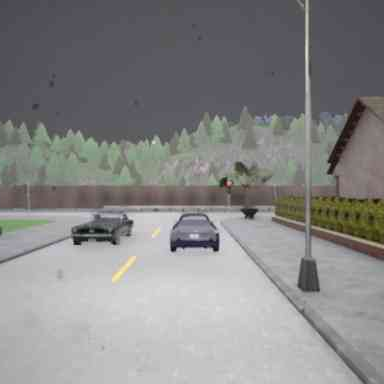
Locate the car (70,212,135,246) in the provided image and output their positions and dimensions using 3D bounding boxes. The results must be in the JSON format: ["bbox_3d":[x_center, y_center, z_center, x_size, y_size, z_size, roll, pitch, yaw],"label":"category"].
[{"bbox_3d":[-4.018,1.643,15.600,1.895,1.301,4.718,0,0,0],"label":"car"}]

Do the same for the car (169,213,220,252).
[{"bbox_3d":[0.101,1.601,14.201,1.994,1.385,4.181,0,0,0],"label":"car"}]
